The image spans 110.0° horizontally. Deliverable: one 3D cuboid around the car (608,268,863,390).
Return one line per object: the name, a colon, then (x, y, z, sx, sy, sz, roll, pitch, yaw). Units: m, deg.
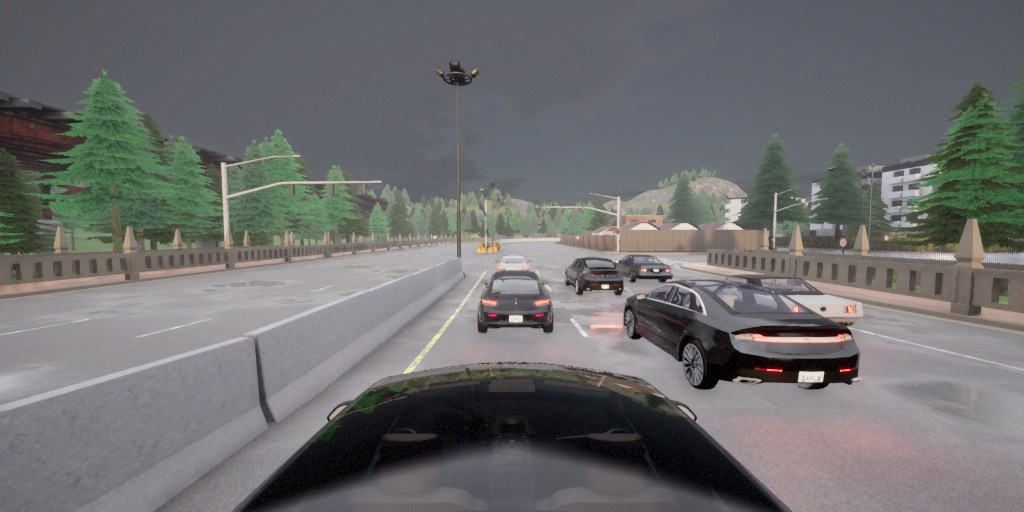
car: (3.586, 1.179, 6.714, 2.128, 1.511, 4.902, 0, 1, 0)

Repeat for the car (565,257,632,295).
car: (3.568, 0.792, 16.139, 1.837, 1.490, 4.892, 0, 3, 0)

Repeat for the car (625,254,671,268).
car: (7.092, 0.619, 20.028, 2.033, 1.411, 5.357, 0, 3, 1)

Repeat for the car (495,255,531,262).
car: (0.059, 0.647, 19.088, 1.812, 1.442, 4.674, 0, 3, 0)

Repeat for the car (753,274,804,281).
car: (7.082, 1.172, 10.467, 1.895, 1.301, 4.718, 0, 2, 0)

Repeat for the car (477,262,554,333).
car: (0.080, 1.113, 10.080, 1.812, 1.442, 4.674, 0, 2, 0)
